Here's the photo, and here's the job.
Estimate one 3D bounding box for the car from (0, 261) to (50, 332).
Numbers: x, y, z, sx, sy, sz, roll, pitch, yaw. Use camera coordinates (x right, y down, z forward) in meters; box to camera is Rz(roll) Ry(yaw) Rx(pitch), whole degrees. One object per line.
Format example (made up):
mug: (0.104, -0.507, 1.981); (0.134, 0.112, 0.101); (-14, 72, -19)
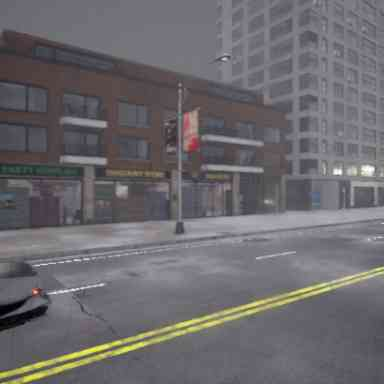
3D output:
car: (-4.783, 1.553, 4.262); (5.357, 1.411, 2.033); (0, 0, -36)
